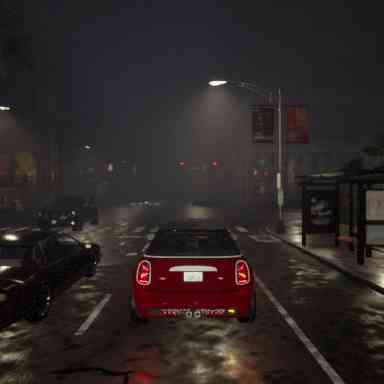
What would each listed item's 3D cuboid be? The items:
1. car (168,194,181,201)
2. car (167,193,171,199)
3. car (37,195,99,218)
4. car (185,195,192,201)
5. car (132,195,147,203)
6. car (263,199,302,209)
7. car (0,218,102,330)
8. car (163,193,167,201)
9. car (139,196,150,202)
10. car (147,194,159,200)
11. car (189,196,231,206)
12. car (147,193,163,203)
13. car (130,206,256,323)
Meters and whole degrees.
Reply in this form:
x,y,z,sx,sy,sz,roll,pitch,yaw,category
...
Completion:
x,y,z,sx,sy,sz,roll,pitch,yaw,category
-4.034,1.595,86.726,1.895,1.301,4.718,0,0,9,car
-6.872,1.225,91.028,2.150,2.045,5.566,0,0,9,car
-7.324,1.221,20.302,2.150,2.045,5.566,0,0,-1,car
-0.607,1.500,85.984,1.837,1.490,4.892,0,0,6,car
-11.235,1.355,69.680,2.097,1.767,4.553,0,0,-1,car
11.925,1.547,42.991,5.357,1.411,2.033,0,0,-1,car
-3.491,1.547,7.164,2.033,1.411,5.357,0,0,0,car
-7.852,1.225,80.464,2.150,2.045,5.566,0,0,-1,car
-11.342,1.595,79.855,1.895,1.301,4.718,0,0,-1,car
-10.603,1.355,90.153,2.097,1.767,4.553,0,0,9,car
2.816,1.547,47.773,5.357,1.411,2.033,0,0,19,car
-7.738,1.478,69.985,1.882,1.535,5.008,0,0,-1,car
0.008,1.352,7.370,2.097,1.767,4.553,0,0,0,car
